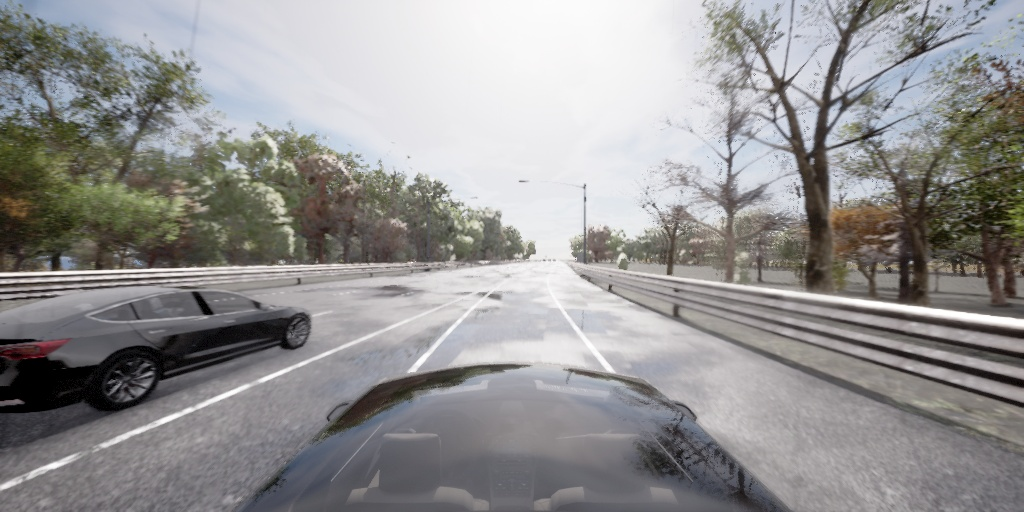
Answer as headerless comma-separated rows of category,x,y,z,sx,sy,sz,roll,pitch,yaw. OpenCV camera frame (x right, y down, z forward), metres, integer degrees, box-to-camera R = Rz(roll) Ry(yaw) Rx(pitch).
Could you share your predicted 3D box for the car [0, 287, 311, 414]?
car,-5.709,1.240,6.187,2.163,1.488,4.792,0,0,7
